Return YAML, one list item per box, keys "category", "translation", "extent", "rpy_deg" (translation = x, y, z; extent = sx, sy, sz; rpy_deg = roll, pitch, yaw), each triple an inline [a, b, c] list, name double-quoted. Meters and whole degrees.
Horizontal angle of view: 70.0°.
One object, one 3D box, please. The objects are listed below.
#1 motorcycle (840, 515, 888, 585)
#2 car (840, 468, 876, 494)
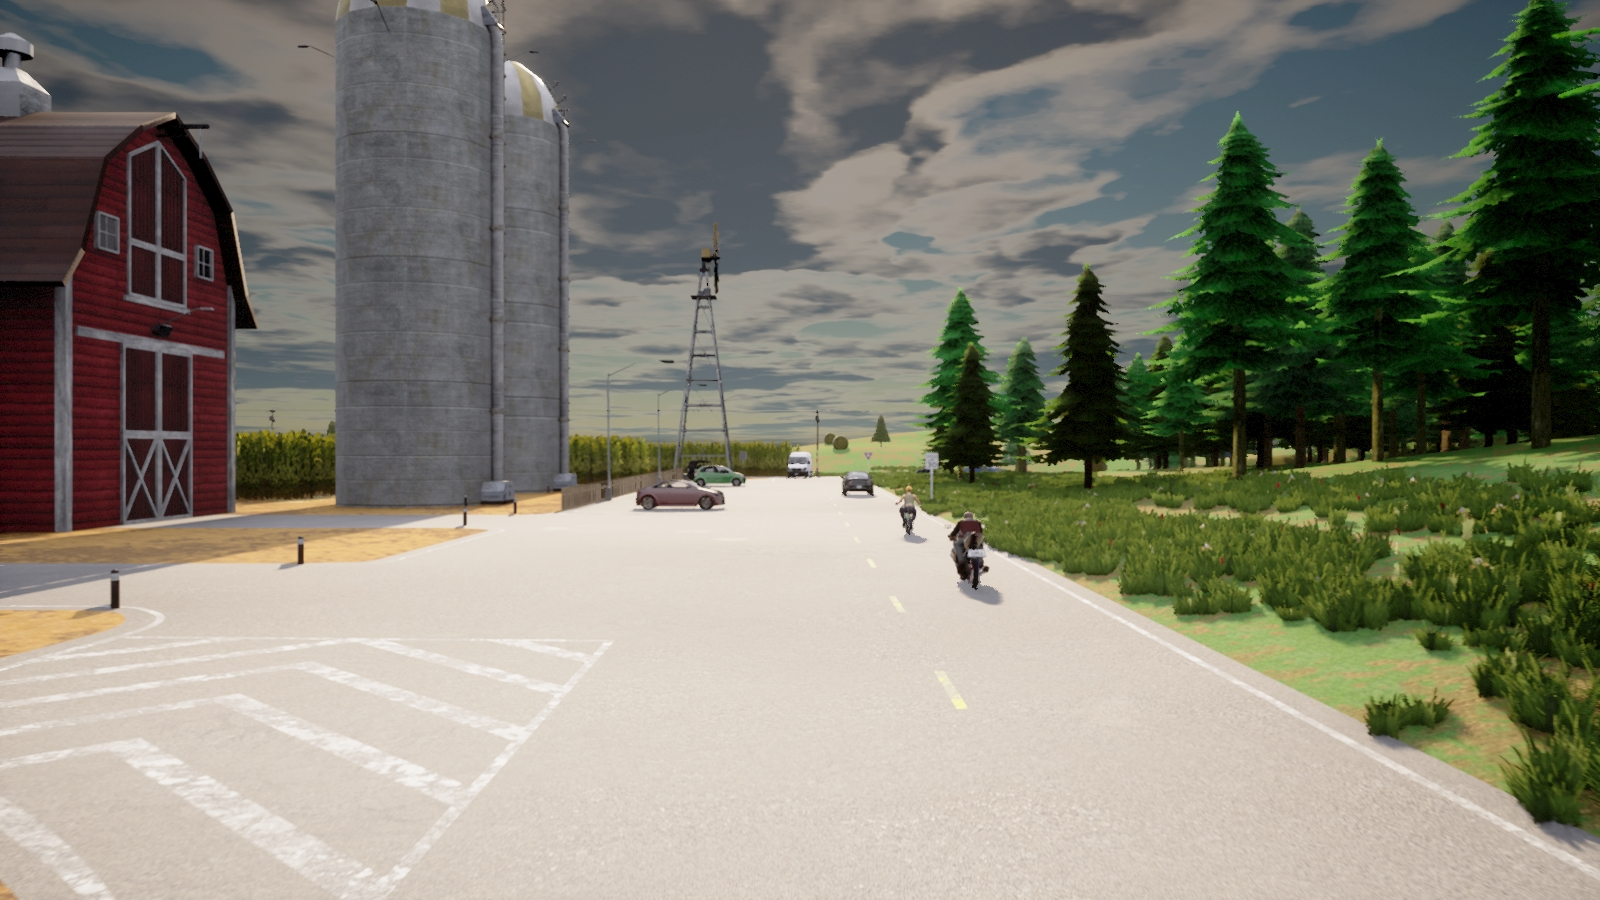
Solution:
- category: "motorcycle"
  translation: [1.307, 2.041, 23.691]
  extent: [0.867, 1.251, 2.209]
  rpy_deg: [0, 0, 0]
- category: "car"
  translation: [3.511, 1.874, 70.004]
  extent: [2.002, 1.442, 4.674]
  rpy_deg: [0, 0, 0]
